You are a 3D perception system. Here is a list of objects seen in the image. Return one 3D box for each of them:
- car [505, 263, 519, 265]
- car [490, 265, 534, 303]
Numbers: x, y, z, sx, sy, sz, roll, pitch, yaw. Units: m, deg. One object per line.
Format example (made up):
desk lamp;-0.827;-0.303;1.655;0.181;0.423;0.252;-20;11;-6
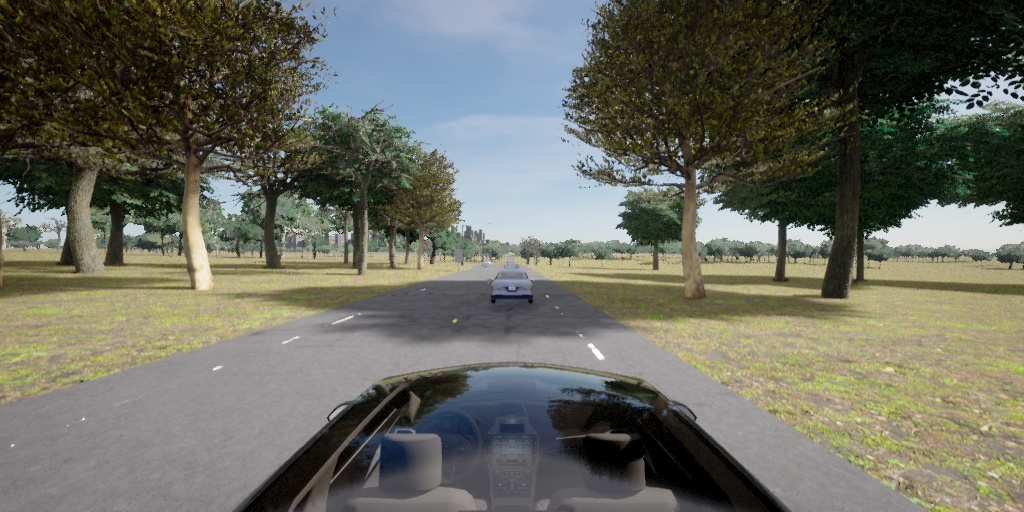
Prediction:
car;0.000;1.345;31.503;2.033;1.411;5.357;0;0;0
car;0.000;1.314;16.501;2.033;1.411;5.357;0;0;0
